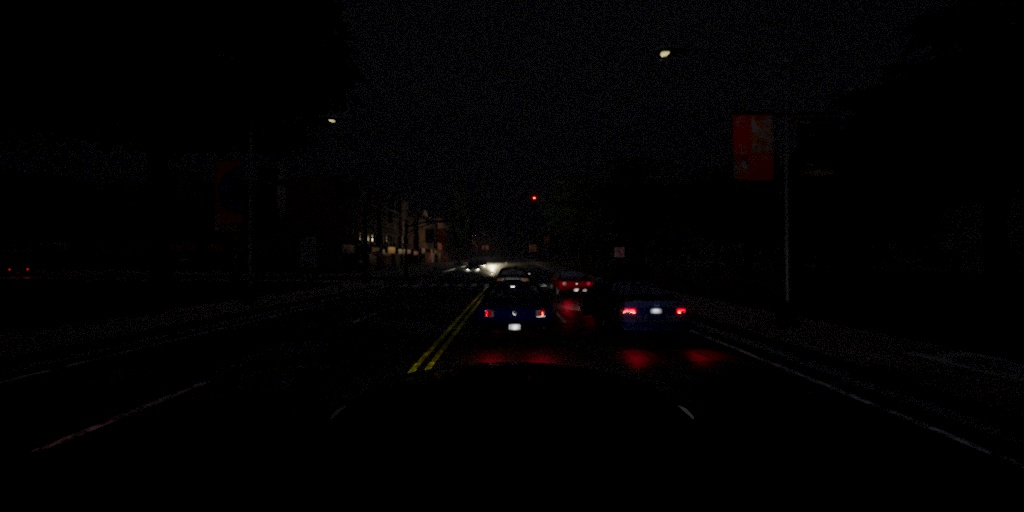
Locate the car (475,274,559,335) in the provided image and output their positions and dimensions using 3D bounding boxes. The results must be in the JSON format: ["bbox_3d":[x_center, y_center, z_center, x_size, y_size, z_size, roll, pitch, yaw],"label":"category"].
[{"bbox_3d":[0.081,1.392,10.604,1.895,1.301,4.718,0,0,0],"label":"car"}]

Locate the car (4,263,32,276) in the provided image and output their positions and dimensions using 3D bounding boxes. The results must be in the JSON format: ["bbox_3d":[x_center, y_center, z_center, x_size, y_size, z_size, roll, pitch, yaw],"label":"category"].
[{"bbox_3d":[-49.230,1.306,34.132,4.718,1.301,1.895,0,-1,1],"label":"car"}]

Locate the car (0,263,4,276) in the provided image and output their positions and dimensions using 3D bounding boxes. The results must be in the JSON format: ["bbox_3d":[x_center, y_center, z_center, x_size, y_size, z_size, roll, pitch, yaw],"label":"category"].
[{"bbox_3d":[-48.679,1.228,31.285,5.357,1.411,2.033,0,-1,1],"label":"car"}]

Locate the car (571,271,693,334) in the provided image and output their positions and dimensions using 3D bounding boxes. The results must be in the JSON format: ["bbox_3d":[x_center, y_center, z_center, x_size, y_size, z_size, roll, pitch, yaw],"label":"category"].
[{"bbox_3d":[3.331,1.339,10.771,2.033,1.411,5.357,0,0,0],"label":"car"}]

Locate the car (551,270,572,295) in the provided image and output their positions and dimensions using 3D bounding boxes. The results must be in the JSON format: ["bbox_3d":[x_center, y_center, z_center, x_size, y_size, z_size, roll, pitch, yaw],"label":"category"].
[{"bbox_3d":[3.303,1.479,20.556,1.895,1.301,4.718,0,0,0],"label":"car"}]

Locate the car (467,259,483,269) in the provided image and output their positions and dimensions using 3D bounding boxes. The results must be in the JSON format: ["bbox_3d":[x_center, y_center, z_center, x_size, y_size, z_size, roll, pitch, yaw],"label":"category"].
[{"bbox_3d":[-6.555,1.348,61.554,1.882,1.535,5.008,0,0,0],"label":"car"}]

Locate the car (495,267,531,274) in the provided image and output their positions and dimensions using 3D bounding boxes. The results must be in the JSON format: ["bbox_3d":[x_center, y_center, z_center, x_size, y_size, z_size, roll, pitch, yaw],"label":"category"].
[{"bbox_3d":[0.052,1.352,20.129,1.882,1.535,5.008,0,0,0],"label":"car"}]
